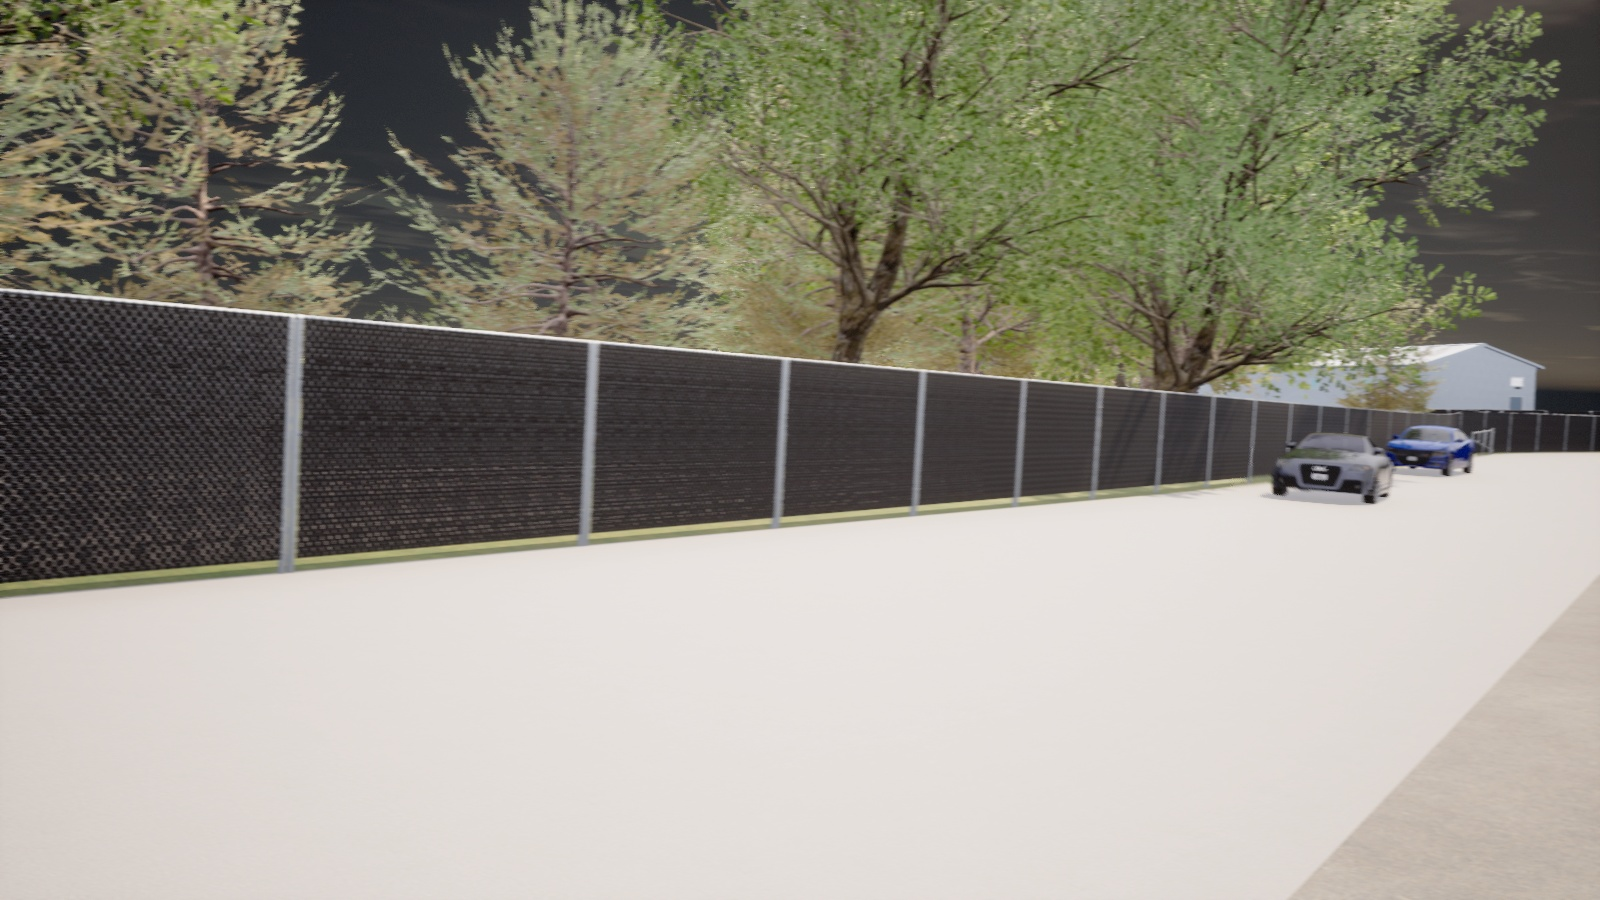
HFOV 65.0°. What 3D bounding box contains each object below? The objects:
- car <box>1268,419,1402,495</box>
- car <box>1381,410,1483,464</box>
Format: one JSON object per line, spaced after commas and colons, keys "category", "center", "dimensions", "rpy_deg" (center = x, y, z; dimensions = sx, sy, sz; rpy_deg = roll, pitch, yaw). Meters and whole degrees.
{"category": "car", "center": [11.540, 0.081, 26.916], "dimensions": [1.994, 1.385, 4.181], "rpy_deg": [4, 3, 31]}
{"category": "car", "center": [20.435, -0.485, 40.510], "dimensions": [1.882, 1.535, 5.008], "rpy_deg": [4, 4, 38]}
